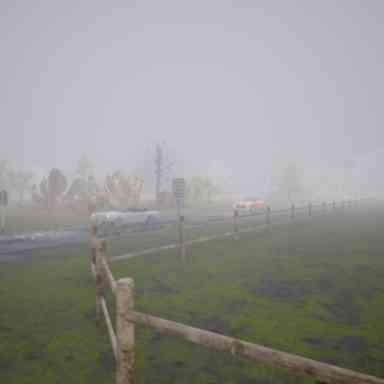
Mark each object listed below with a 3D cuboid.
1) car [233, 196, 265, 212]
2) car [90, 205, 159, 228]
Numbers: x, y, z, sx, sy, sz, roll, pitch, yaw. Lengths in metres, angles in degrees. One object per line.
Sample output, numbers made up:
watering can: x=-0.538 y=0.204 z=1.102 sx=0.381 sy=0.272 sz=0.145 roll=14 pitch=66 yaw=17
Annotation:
car: x=6.465 y=1.289 z=37.332 sx=2.097 sy=1.767 sz=4.553 roll=0 pitch=0 yaw=36
car: x=-4.425 y=1.568 z=22.377 sx=1.895 sy=1.301 sz=4.718 roll=0 pitch=0 yaw=36
